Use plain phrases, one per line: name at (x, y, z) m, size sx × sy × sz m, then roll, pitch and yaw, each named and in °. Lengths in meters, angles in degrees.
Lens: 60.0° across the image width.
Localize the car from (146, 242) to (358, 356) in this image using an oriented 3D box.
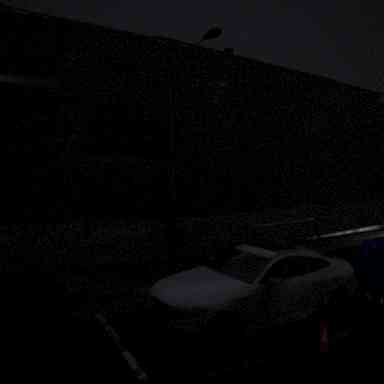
car at (1.400, 1.808, 6.691) m, size 4.674 × 1.452 × 2.002 m, roll 0°, pitch 2°, yaw -30°

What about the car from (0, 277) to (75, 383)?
car at (-3.942, 1.682, 3.659) m, size 5.008 × 1.535 × 2.097 m, roll 1°, pitch -1°, yaw -25°
